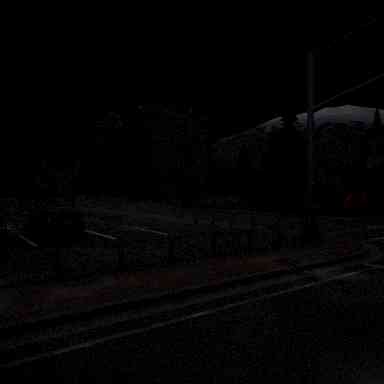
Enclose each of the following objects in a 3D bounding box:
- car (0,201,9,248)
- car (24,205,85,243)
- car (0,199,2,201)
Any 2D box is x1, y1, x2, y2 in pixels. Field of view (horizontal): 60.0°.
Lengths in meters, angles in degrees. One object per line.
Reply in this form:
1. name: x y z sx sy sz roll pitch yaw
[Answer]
1. car: -8.880 1.331 13.428 2.152 1.636 5.027 0 0 -36
2. car: -6.367 1.340 15.306 2.007 1.523 4.514 0 0 -36
3. car: -21.607 1.374 36.413 1.845 1.501 3.633 0 0 -36
